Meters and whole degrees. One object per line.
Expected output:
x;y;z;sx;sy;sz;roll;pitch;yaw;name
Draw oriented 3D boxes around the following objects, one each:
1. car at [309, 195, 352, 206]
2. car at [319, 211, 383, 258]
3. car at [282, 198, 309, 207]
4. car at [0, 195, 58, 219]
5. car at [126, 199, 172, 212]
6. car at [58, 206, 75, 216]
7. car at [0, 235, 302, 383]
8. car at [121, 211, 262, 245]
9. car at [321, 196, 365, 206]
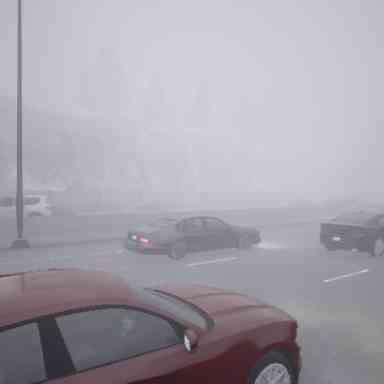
17.514;1.491;41.767;4.902;1.511;2.128;0;0;-34;car
7.035;1.477;12.966;5.008;1.535;1.882;0;0;-35;car
13.805;1.491;43.484;4.902;1.511;2.128;0;0;-34;car
-11.933;1.223;21.262;5.566;2.045;2.150;0;0;-35;car
-4.504;1.491;35.044;4.902;1.511;2.128;0;0;-35;car
-11.893;1.547;25.569;5.357;1.411;2.033;0;0;-35;car
-1.102;1.477;2.958;5.008;1.535;1.882;0;0;-35;car
0.139;1.547;12.392;5.357;1.411;2.033;0;0;-35;car
17.068;1.507;37.241;4.892;1.490;1.837;1;0;-34;car
